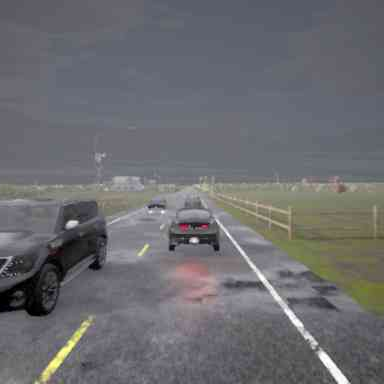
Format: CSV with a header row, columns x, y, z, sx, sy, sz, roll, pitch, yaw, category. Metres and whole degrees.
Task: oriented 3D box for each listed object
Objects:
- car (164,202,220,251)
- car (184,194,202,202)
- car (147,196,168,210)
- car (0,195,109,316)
x,y,z,sx,sy,sz,roll,pitch,yaw,category
0.084,1.346,13.349,1.837,1.490,4.892,0,0,0,car
0.115,1.025,38.506,2.128,1.511,4.902,0,1,0,car
-3.574,1.121,35.483,2.033,1.411,5.357,0,1,0,car
-3.540,1.133,7.654,2.150,2.045,5.566,0,1,1,car
